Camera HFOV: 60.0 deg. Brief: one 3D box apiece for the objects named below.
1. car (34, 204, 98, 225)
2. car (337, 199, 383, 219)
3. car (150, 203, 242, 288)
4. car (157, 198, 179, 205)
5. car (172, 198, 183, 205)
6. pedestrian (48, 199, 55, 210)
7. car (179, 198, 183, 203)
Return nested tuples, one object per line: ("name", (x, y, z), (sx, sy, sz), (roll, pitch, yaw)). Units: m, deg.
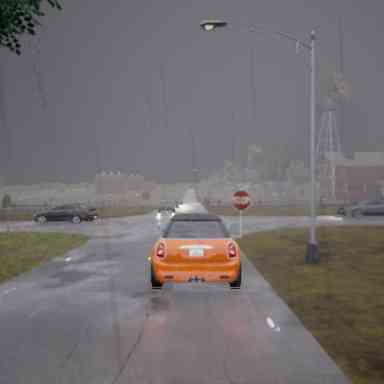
("car", (-9.582, 1.657, 25.259), (4.892, 1.490, 1.837), (-1, -1, 12))
("car", (13.502, 1.256, 25.710), (4.181, 1.385, 1.994), (-1, 1, -1))
("car", (0.099, 1.350, 9.407), (2.097, 1.767, 4.553), (0, 0, 0))
("car", (-2.844, 1.555, 38.442), (1.837, 1.490, 4.892), (0, 0, 0))
("car", (-2.762, 1.794, 63.170), (1.994, 1.385, 4.181), (0, -1, 0))
("pedestrian", (-12.155, 1.454, 28.851), (0.375, 1.860, 0.375), (0, 2, 0))
("car", (-2.839, 1.655, 48.986), (2.033, 1.411, 5.357), (0, 0, 1))
